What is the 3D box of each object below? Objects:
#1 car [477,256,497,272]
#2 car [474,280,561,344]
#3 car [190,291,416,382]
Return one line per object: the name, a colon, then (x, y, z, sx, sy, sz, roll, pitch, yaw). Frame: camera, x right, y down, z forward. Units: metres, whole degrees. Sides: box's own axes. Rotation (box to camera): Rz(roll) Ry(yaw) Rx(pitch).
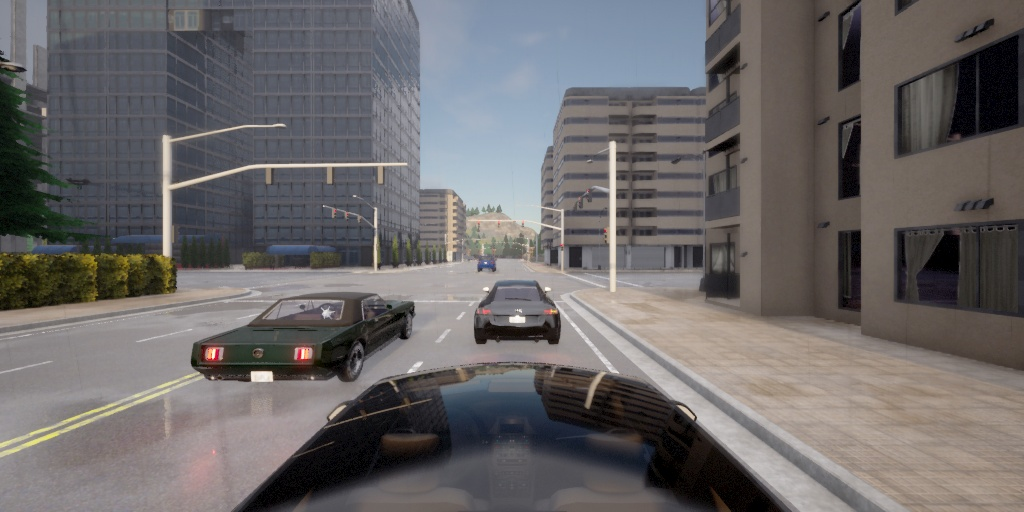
car: (-3.198, 0.971, 46.257, 2.150, 2.045, 5.566, 0, 0, 0)
car: (0.132, 1.314, 9.571, 1.994, 1.385, 4.181, 0, 0, 1)
car: (-3.380, 1.351, 7.094, 1.895, 1.301, 4.718, 0, 0, 0)
